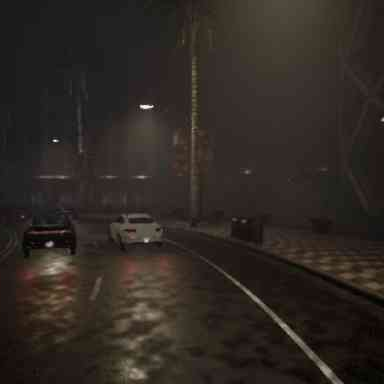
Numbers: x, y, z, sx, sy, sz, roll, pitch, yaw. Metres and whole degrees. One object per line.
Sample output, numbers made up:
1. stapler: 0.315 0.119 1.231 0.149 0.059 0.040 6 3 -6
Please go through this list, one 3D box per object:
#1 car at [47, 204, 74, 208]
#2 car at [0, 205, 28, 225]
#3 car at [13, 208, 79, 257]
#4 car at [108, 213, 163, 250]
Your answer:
1. car: -11.759 1.804 29.274 4.902 1.511 2.128 0 -1 44
2. car: -14.887 1.769 27.415 5.008 1.535 1.882 0 -1 43
3. car: -5.838 1.641 13.842 2.128 1.511 4.902 0 -1 -21
4. car: -2.661 1.688 15.282 1.812 1.442 4.674 0 0 -22
